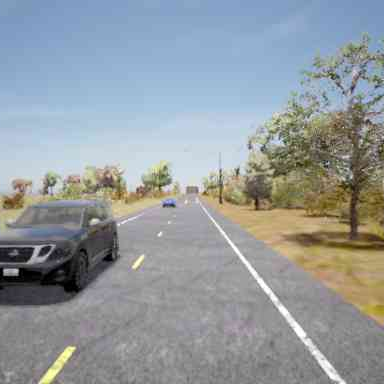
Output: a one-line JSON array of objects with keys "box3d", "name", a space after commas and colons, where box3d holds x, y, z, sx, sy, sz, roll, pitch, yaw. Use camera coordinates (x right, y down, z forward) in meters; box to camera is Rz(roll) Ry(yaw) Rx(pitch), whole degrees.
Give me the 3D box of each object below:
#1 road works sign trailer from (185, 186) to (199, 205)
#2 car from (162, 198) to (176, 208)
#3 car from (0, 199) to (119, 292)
[{"box3d": [-0.001, 0.646, 64.218, 2.380, 3.560, 2.880, 0, 0, 0], "name": "road works sign trailer"}, {"box3d": [-3.571, 1.635, 52.268, 1.882, 1.535, 5.008, 0, 0, 0], "name": "car"}, {"box3d": [-3.602, 1.257, 9.383, 2.150, 2.045, 5.566, 0, 0, 0], "name": "car"}]
